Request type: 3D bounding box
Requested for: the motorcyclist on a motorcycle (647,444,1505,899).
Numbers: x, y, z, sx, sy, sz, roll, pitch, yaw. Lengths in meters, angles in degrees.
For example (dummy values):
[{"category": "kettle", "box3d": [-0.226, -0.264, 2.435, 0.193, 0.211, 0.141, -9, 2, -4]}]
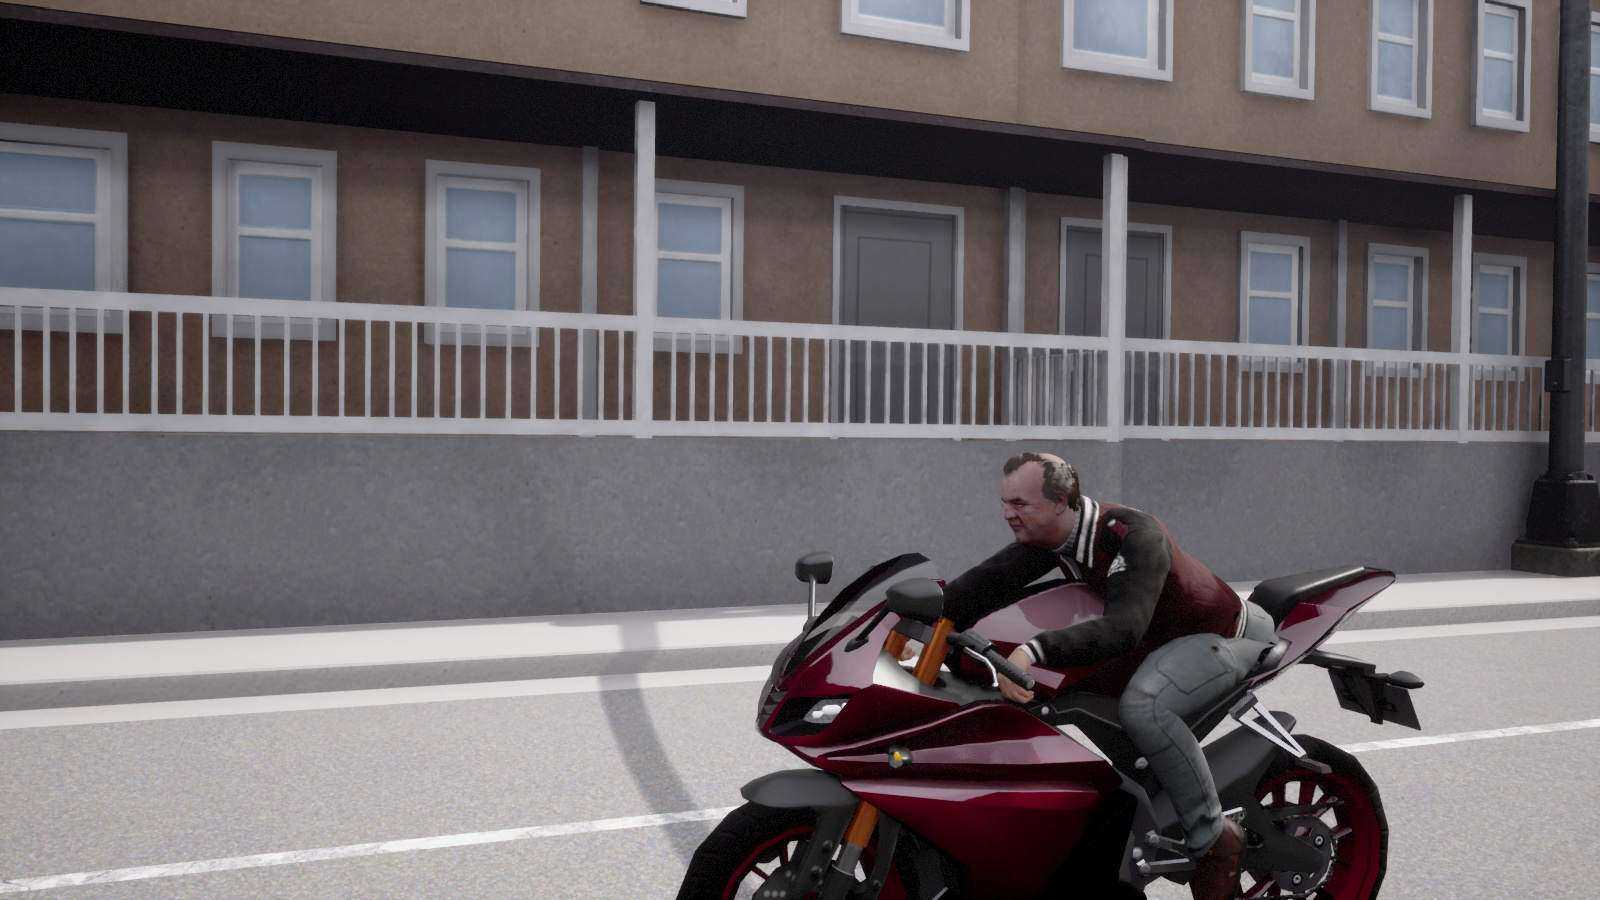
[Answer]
[{"category": "motorcyclist on a motorcycle", "box3d": [0.755, 0.768, 3.489, 2.191, 1.530, 0.866, -1, 1, -19]}]
